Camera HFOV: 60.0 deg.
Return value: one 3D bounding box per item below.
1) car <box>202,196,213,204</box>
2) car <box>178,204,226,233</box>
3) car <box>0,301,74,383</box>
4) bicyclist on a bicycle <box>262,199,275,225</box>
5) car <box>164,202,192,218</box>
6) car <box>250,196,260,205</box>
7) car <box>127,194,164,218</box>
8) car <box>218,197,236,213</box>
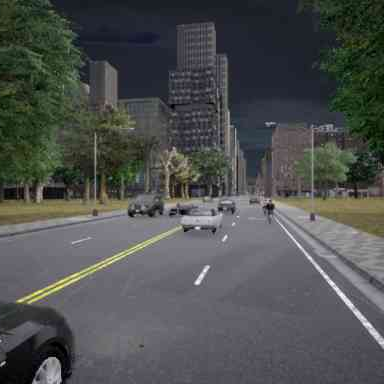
[{"bbox_3d":[3.256,1.657,70.215,1.812,1.442,4.674,0,0,10],"label":"car"},{"bbox_3d":[0.724,1.613,19.861,1.895,1.301,4.718,0,0,10],"label":"car"},{"bbox_3d":[-2.564,1.506,1.940,1.837,1.490,4.892,0,0,10],"label":"car"},{"bbox_3d":[5.423,1.389,23.057,0.659,1.776,1.843,0,0,10],"label":"bicyclist on a bicycle"},{"bbox_3d":[-0.818,1.630,30.571,1.895,1.301,4.718,0,0,10],"label":"car"},{"bbox_3d":[11.999,1.624,63.279,1.837,1.490,4.892,0,0,10],"label":"car"},{"bbox_3d":[-4.098,1.250,30.700,2.150,2.045,5.566,0,0,10],"label":"car"},{"bbox_3d":[3.915,1.572,37.315,1.812,1.442,4.674,0,0,10],"label":"car"}]
